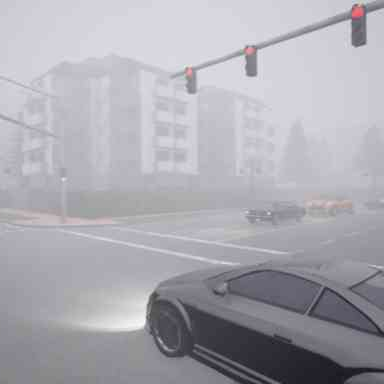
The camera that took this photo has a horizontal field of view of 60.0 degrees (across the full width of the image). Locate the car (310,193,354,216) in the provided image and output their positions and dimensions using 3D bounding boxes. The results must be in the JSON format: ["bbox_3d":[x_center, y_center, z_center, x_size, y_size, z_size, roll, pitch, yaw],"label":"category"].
[{"bbox_3d":[11.057,0.895,26.516,4.553,1.767,2.097,-1,1,-41],"label":"car"}]

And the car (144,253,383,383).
[{"bbox_3d":[1.237,1.492,4.159,1.994,1.385,4.181,-1,1,-44],"label":"car"}]

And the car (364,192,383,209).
[{"bbox_3d":[18.887,0.749,32.351,4.553,1.767,2.097,-1,1,-29],"label":"car"}]

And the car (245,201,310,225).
[{"bbox_3d":[5.351,1.267,20.997,1.895,1.301,4.718,0,1,44],"label":"car"}]
